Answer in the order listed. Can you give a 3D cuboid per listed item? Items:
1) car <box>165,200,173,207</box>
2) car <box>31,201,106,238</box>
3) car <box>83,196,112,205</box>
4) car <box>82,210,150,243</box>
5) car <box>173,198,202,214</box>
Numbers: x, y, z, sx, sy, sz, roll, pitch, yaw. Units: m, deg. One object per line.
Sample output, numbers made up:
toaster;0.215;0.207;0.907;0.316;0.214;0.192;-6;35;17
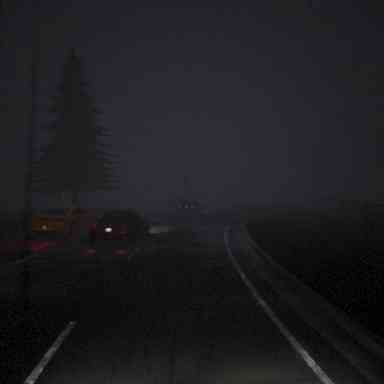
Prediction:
car;-1.837;1.508;49.123;4.718;1.301;1.895;0;0;44
car;-6.648;1.491;18.026;1.882;1.535;5.008;-1;0;6
car;-15.764;1.511;55.246;4.892;1.490;1.837;0;0;-5
car;-3.338;1.556;15.979;1.994;1.385;4.181;-1;0;5
car;-0.170;1.474;34.187;2.033;1.411;5.357;0;0;9
